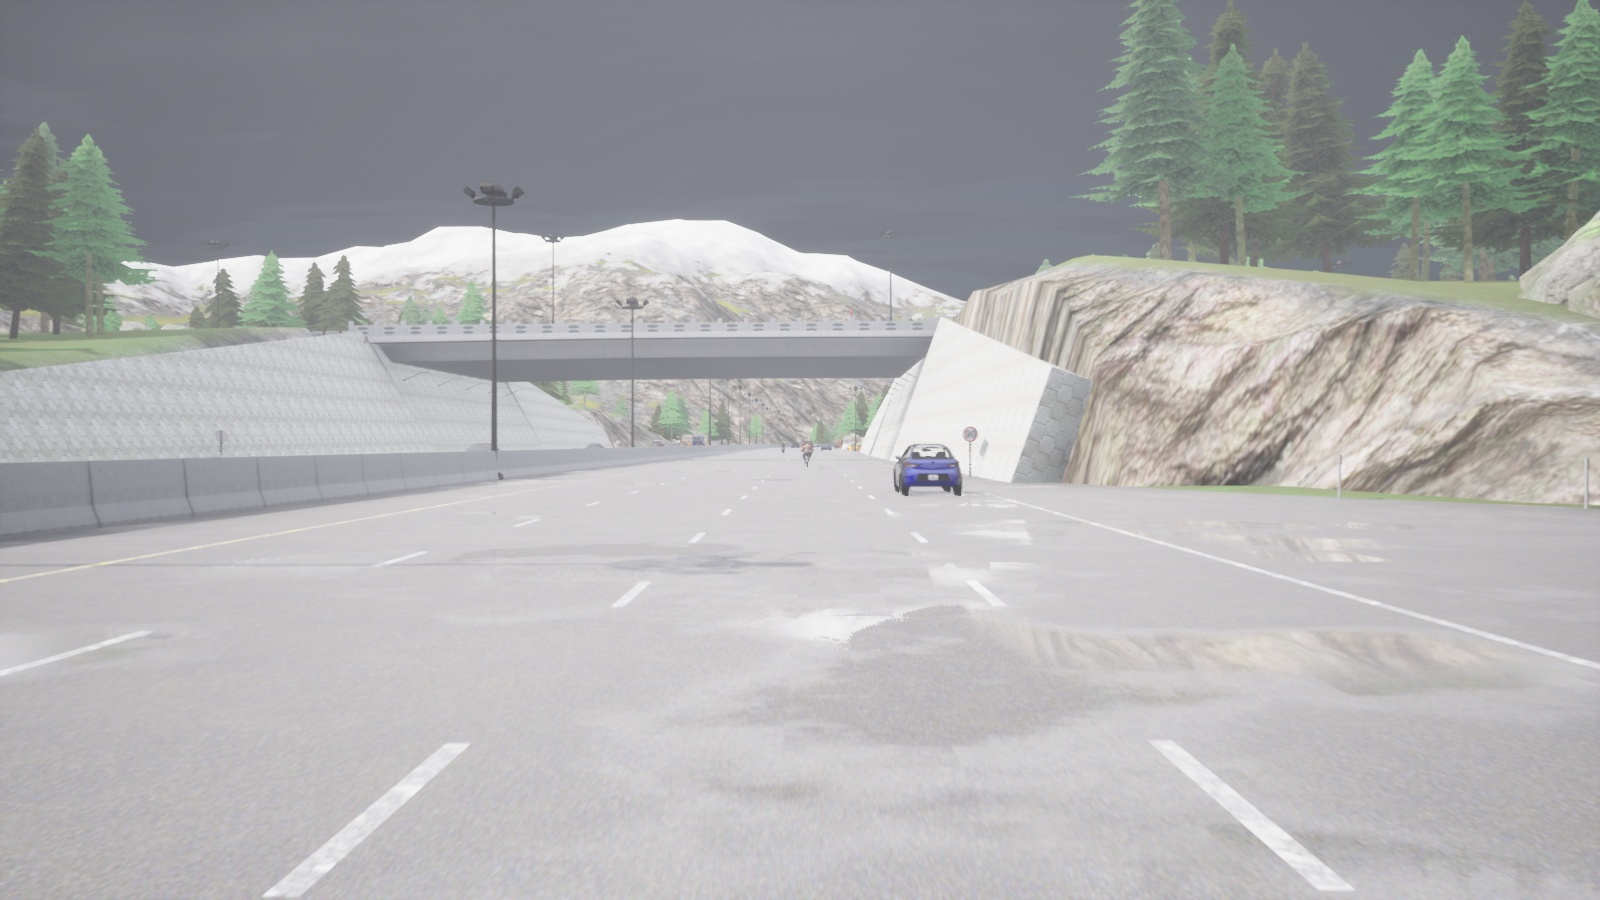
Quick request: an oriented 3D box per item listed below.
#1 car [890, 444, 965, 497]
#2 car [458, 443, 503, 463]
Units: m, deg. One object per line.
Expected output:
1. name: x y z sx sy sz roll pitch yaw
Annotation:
1. car: 3.727 0.553 37.236 1.816 1.474 4.193 0 0 0
2. car: -23.949 0.196 94.254 2.163 1.488 4.792 0 0 0
